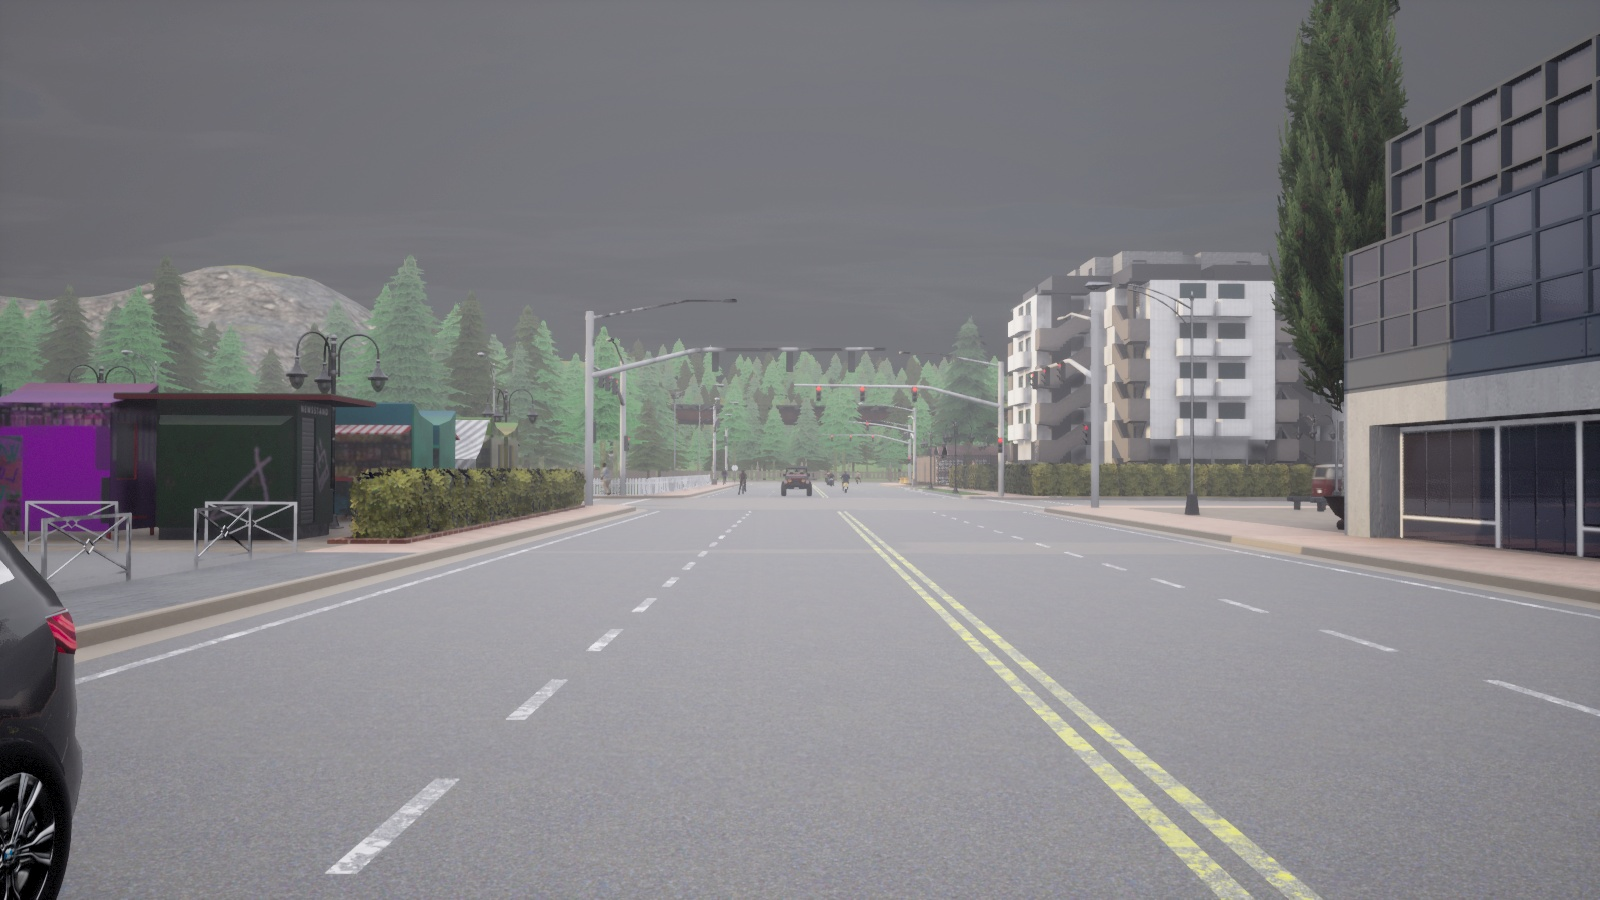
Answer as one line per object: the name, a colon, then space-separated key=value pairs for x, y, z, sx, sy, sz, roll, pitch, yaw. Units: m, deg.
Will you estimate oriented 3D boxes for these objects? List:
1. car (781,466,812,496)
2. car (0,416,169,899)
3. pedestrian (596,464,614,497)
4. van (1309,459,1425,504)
car: x=-0.200 y=1.930 z=78.718 sx=1.905 sy=1.878 sz=3.866 roll=0 pitch=-1 yaw=0
car: x=-3.507 y=0.714 z=2.453 sx=2.242 sy=1.667 sz=4.611 roll=0 pitch=-1 yaw=0
pedestrian: x=-10.860 y=1.690 z=70.075 sx=0.900 sy=1.855 sz=0.874 roll=0 pitch=-1 yaw=-2
van: x=25.521 y=1.414 z=56.633 sx=4.442 sy=1.987 sz=1.775 roll=0 pitch=-1 yaw=-2
